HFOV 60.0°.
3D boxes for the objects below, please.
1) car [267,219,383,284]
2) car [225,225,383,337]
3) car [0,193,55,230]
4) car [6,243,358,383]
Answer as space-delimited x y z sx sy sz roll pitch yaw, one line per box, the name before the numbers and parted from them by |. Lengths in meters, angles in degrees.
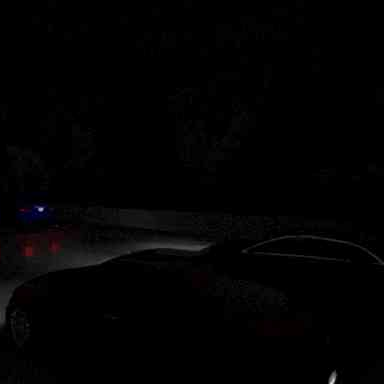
car | 4.691 1.589 9.244 4.718 1.301 1.895 1 0 35
car | 2.269 1.476 6.673 4.902 1.511 2.128 1 0 35
car | -10.641 1.060 20.175 5.566 2.045 2.150 1 0 35
car | -0.578 1.503 4.404 4.674 1.442 1.812 1 0 35
